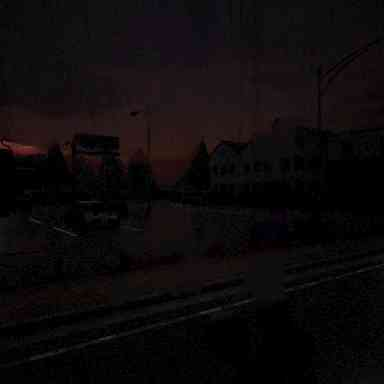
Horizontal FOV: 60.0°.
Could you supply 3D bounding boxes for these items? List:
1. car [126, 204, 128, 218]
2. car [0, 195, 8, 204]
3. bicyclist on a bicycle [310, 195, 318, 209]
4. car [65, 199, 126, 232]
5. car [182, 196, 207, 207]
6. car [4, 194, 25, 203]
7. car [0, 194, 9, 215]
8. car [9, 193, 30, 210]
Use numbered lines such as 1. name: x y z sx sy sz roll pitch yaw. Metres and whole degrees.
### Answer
1. car: -6.518 1.313 25.704 2.007 1.523 4.514 0 0 -36
2. car: -39.279 1.495 66.051 4.611 1.667 2.242 0 0 -36
3. bicyclist on a bicycle: 13.588 1.123 36.788 1.656 1.620 0.582 0 0 -35
4. car: -5.386 1.247 17.842 1.970 1.475 3.806 0 0 -36
5. car: 0.370 1.348 48.808 1.812 1.442 4.674 0 0 -36
6. car: -39.054 1.328 73.179 3.866 1.878 1.905 0 0 -36
7. car: -17.993 1.113 29.794 1.932 1.855 4.605 0 0 -36
8. car: -19.908 1.092 38.103 1.905 1.878 3.866 0 0 -36
